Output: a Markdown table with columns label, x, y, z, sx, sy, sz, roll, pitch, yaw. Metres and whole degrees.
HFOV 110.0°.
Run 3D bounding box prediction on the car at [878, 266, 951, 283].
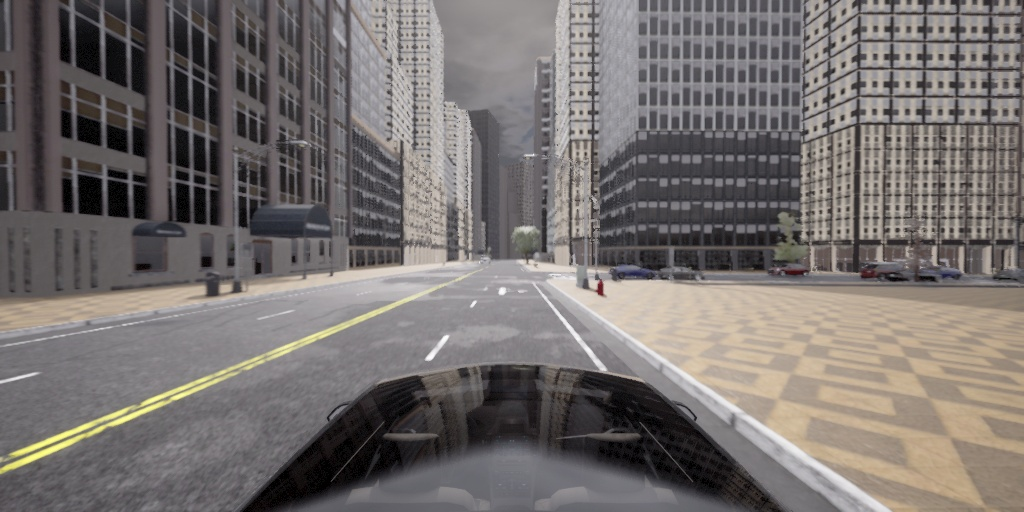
| label | x | y | z | sx | sy | sz | roll | pitch | yaw |
| --- | --- | --- | --- | --- | --- | --- | --- | --- | --- |
| car | 38.469 | 1.911 | 34.347 | 4.313 | 1.339 | 1.948 | 0 | 0 | -1 |

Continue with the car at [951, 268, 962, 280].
| label | x | y | z | sx | sy | sz | roll | pitch | yaw |
| --- | --- | --- | --- | --- | --- | --- | --- | --- | --- |
| car | 47.428 | 1.888 | 40.141 | 4.674 | 1.442 | 1.812 | 1 | 1 | -1 |

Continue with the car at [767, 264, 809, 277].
| label | x | y | z | sx | sy | sz | roll | pitch | yaw |
| --- | --- | --- | --- | --- | --- | --- | --- | --- | --- |
| car | 32.731 | 1.617 | 42.656 | 4.097 | 1.591 | 1.967 | 0 | 0 | -1 |

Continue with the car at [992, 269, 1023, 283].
| label | x | y | z | sx | sy | sz | roll | pitch | yaw |
| --- | --- | --- | --- | --- | --- | --- | --- | --- | --- |
| car | 52.867 | 2.015 | 37.210 | 4.181 | 1.385 | 1.994 | 1 | 1 | -1 |

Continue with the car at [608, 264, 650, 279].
| label | x | y | z | sx | sy | sz | roll | pitch | yaw |
| --- | --- | --- | --- | --- | --- | --- | --- | --- | --- |
| car | 12.240 | 1.573 | 36.695 | 4.674 | 1.442 | 1.812 | 1 | 1 | -1 |

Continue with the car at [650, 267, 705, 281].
| label | x | y | z | sx | sy | sz | roll | pitch | yaw |
| --- | --- | --- | --- | --- | --- | --- | --- | --- | --- |
| car | 15.905 | 1.672 | 33.932 | 4.403 | 1.370 | 2.007 | 0 | 0 | -1 |

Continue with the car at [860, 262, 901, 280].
| label | x | y | z | sx | sy | sz | roll | pitch | yaw |
| --- | --- | --- | --- | --- | --- | --- | --- | --- | --- |
| car | 38.944 | 1.666 | 37.015 | 4.553 | 1.767 | 2.097 | 1 | 1 | 0 |
